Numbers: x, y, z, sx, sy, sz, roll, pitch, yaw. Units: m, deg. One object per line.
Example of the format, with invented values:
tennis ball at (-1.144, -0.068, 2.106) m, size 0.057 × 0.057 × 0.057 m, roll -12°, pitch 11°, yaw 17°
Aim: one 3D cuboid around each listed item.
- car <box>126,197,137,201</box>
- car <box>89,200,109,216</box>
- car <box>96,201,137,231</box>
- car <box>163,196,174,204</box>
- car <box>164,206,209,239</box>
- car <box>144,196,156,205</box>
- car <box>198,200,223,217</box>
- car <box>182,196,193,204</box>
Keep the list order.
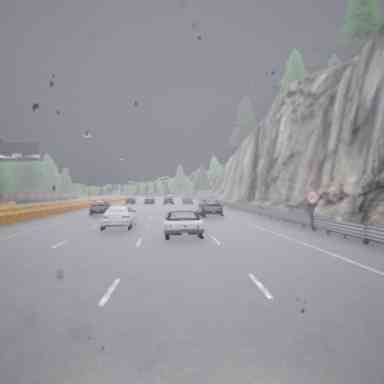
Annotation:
car at (-11.438, 1.650, 62.787) m, size 1.837 × 1.490 × 4.892 m, roll -1°, pitch 0°, yaw -4°
car at (-9.235, 1.610, 34.242) m, size 2.128 × 1.511 × 4.902 m, roll -1°, pitch 0°, yaw -5°
car at (-4.586, 1.584, 21.167) m, size 1.812 × 1.442 × 4.674 m, roll -1°, pitch 0°, yaw -5°
car at (-4.473, 1.558, 63.501) m, size 1.837 × 1.490 × 4.892 m, roll -1°, pitch 0°, yaw -4°
car at (-0.532, 1.606, 17.316) m, size 1.895 × 1.301 × 4.718 m, roll -1°, pitch 0°, yaw -6°
car at (-7.932, 1.576, 62.892) m, size 1.882 × 1.535 × 5.008 m, roll -1°, pitch 0°, yaw -4°
car at (1.639, 1.467, 30.545) m, size 2.128 × 1.511 × 4.902 m, roll -1°, pitch 0°, yaw -5°
car at (-0.927, 1.554, 63.551) m, size 2.033 × 1.411 × 5.357 m, roll -1°, pitch 0°, yaw -4°
